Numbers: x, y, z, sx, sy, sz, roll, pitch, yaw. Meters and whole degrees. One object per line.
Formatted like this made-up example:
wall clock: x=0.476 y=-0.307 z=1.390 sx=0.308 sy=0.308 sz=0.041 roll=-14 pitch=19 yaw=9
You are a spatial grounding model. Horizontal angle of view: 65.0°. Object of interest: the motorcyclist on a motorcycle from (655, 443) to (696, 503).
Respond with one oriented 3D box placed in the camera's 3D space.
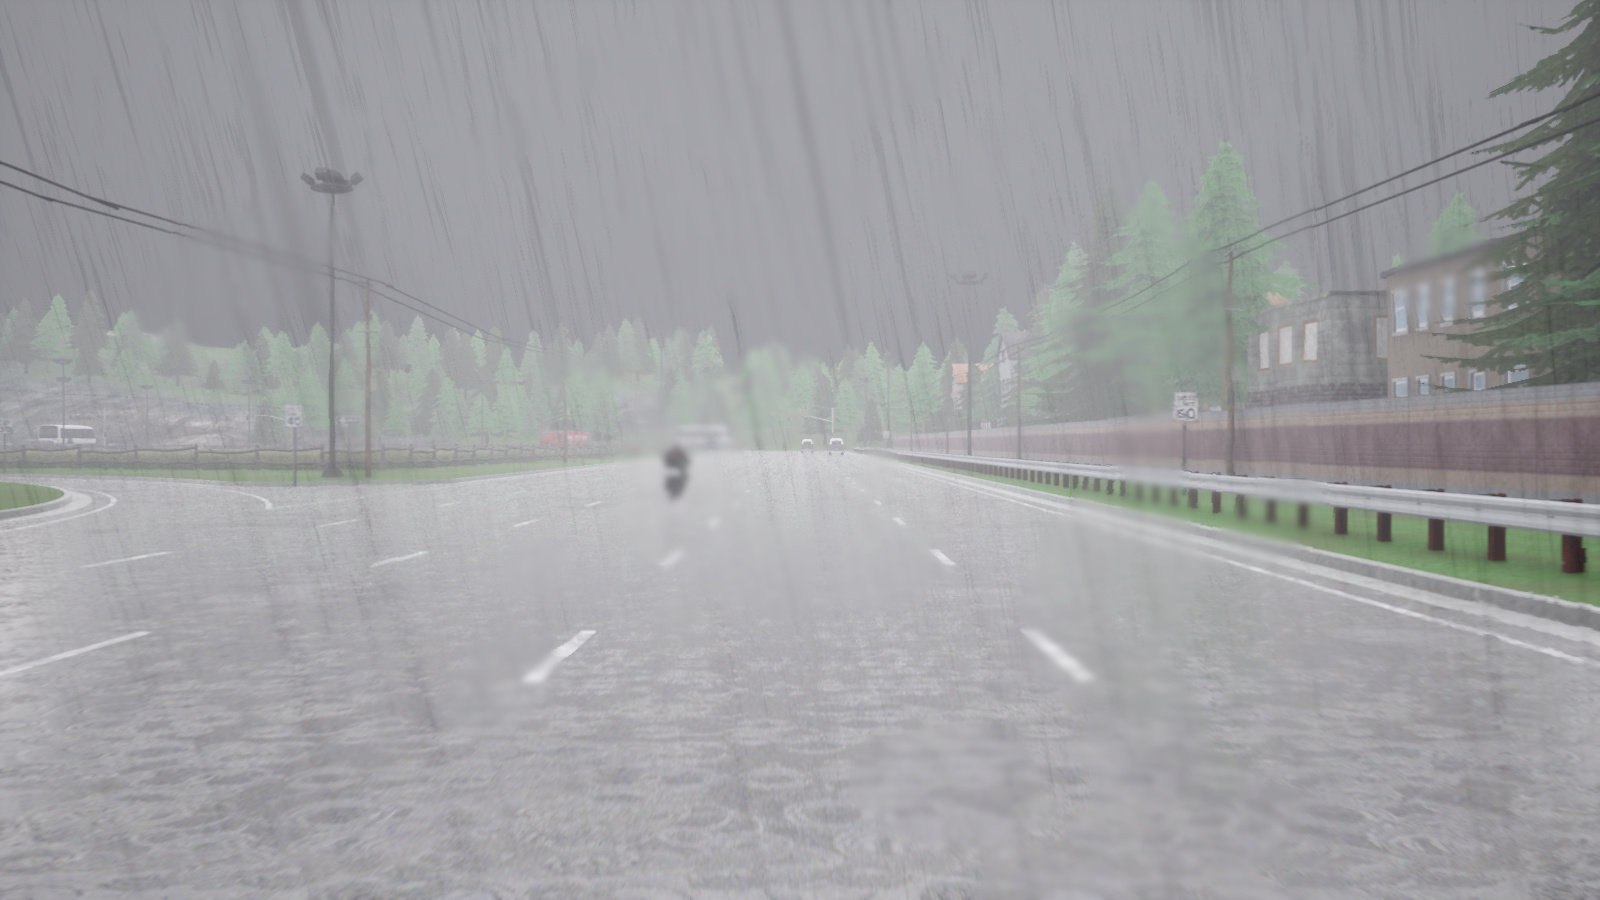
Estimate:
motorcyclist on a motorcycle: x=-3.294 y=0.589 z=33.509 sx=0.866 sy=1.530 sz=2.191 roll=0 pitch=0 yaw=0
